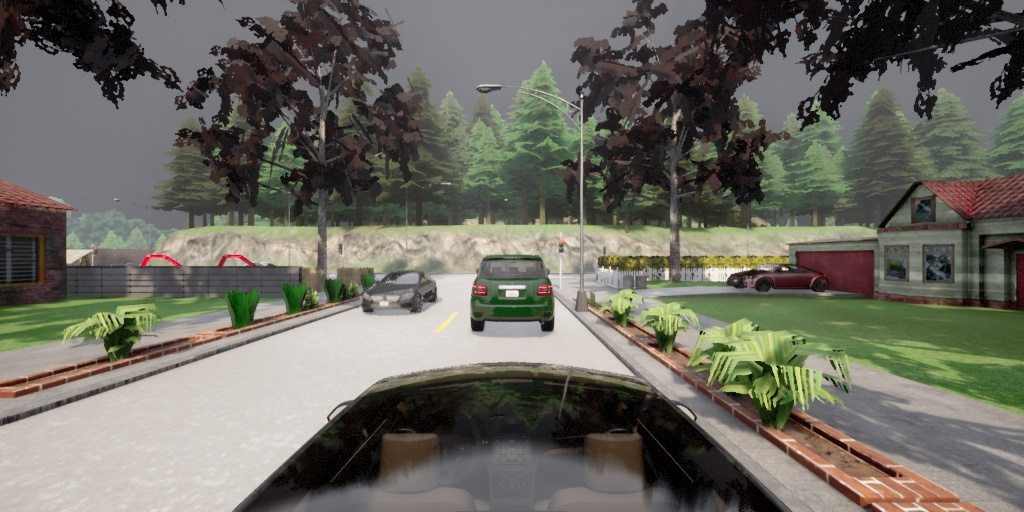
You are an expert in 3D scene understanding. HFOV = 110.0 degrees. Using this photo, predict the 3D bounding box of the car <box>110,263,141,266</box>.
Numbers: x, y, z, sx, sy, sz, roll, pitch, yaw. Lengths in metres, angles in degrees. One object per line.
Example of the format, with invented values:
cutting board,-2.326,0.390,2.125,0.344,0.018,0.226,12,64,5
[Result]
car,-35.854,1.314,33.591,4.181,1.385,1.994,0,0,0

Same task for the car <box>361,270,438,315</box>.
car,-4.080,1.275,13.787,1.812,1.442,4.674,0,0,0

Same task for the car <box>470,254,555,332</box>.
car,0.030,0.971,11.044,2.150,2.045,5.566,0,0,1

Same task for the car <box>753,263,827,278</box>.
car,29.115,0.971,37.680,5.566,2.045,2.150,0,0,0

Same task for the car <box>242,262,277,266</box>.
car,-23.248,1.276,33.558,4.674,1.442,1.812,0,0,0
